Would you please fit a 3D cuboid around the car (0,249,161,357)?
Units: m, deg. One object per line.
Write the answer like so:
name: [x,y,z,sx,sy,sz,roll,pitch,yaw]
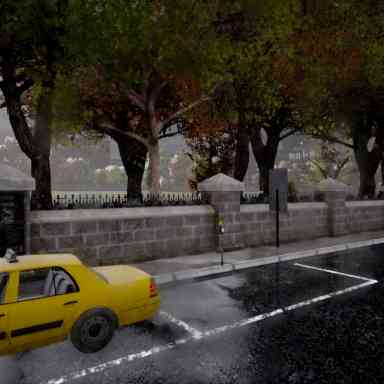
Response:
car: [-2.782,1.525,4.574,4.829,1.417,1.752,0,0,-35]
